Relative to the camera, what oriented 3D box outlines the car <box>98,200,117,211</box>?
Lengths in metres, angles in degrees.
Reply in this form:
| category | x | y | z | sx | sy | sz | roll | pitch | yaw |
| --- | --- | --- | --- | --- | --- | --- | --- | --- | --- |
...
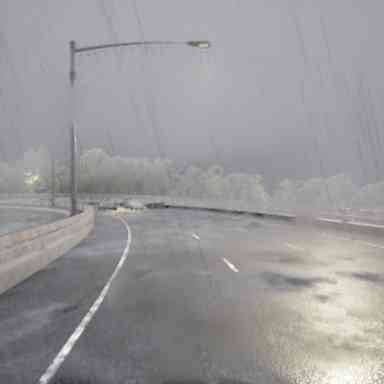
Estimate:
| category | x | y | z | sx | sy | sz | roll | pitch | yaw |
| --- | --- | --- | --- | --- | --- | --- | --- | --- | --- |
| car | -12.735 | 2.094 | 49.911 | 1.994 | 1.385 | 4.181 | 0 | -1 | -29 |

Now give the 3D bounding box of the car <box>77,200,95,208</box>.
| category | x | y | z | sx | sy | sz | roll | pitch | yaw |
| --- | --- | --- | --- | --- | --- | --- | --- | --- | --- |
| car | -19.429 | 2.162 | 60.853 | 1.882 | 1.535 | 5.008 | 0 | -1 | -37 |

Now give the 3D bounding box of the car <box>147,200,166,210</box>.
| category | x | y | z | sx | sy | sz | roll | pitch | yaw |
| --- | --- | --- | --- | --- | --- | --- | --- | --- | --- |
| car | -5.755 | 1.959 | 51.737 | 1.882 | 1.535 | 5.008 | 0 | -2 | -27 |

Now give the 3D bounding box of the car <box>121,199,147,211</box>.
| category | x | y | z | sx | sy | sz | roll | pitch | yaw |
| --- | --- | --- | --- | --- | --- | --- | --- | --- | --- |
| car | -8.765 | 2.021 | 49.929 | 1.812 | 1.442 | 4.674 | 0 | -1 | -28 |

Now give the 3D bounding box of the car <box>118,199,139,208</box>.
| category | x | y | z | sx | sy | sz | roll | pitch | yaw |
| --- | --- | --- | --- | --- | --- | --- | --- | --- | --- |
| car | -11.907 | 2.118 | 62.209 | 2.128 | 1.511 | 4.902 | 0 | -1 | -35 |
